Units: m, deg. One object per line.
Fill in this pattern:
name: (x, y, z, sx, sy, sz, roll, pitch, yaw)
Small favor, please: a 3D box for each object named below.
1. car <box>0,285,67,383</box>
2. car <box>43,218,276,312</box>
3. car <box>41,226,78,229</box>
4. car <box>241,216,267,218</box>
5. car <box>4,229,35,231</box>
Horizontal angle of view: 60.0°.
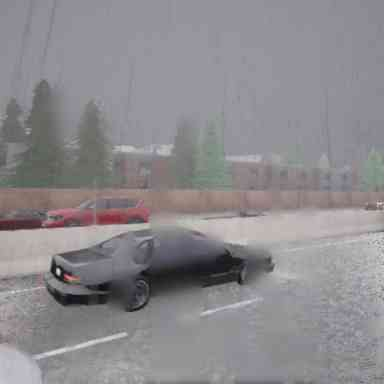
car: (-3.176, 1.515, 1.475, 4.674, 1.442, 1.812, 0, 0, -36)
car: (-0.469, 1.559, 7.715, 5.357, 1.411, 2.033, 0, 0, -35)
car: (-4.896, 1.233, 17.687, 5.566, 2.045, 2.150, 0, 0, -35)
car: (2.597, 1.645, 18.716, 4.718, 1.301, 1.895, 0, 0, -35)
car: (-9.689, 1.597, 18.577, 4.718, 1.301, 1.895, 0, 0, -35)
